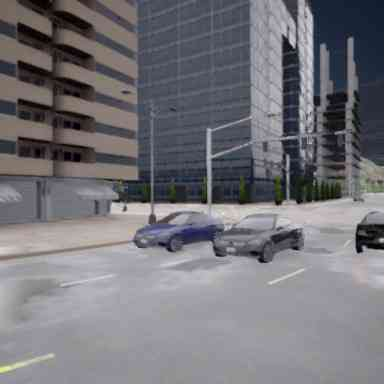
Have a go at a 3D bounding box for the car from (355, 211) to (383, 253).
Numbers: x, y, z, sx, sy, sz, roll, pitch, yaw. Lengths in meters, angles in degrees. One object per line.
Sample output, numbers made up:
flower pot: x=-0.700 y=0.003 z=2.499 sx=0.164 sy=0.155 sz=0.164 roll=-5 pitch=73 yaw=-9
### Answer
car: x=7.685 y=1.459 z=12.954 sx=1.882 sy=1.535 sz=5.008 roll=0 pitch=-1 yaw=34

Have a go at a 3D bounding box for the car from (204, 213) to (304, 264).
car: x=2.628 y=1.535 z=12.196 sx=1.812 sy=1.442 sz=4.674 roll=0 pitch=0 yaw=38

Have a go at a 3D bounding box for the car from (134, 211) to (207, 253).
car: x=-0.330 y=1.556 z=14.074 sx=1.812 sy=1.442 sz=4.674 roll=0 pitch=0 yaw=38

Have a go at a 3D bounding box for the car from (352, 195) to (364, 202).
car: x=35.237 y=1.428 z=70.331 sx=1.837 sy=1.490 sz=4.892 roll=0 pitch=0 yaw=32
